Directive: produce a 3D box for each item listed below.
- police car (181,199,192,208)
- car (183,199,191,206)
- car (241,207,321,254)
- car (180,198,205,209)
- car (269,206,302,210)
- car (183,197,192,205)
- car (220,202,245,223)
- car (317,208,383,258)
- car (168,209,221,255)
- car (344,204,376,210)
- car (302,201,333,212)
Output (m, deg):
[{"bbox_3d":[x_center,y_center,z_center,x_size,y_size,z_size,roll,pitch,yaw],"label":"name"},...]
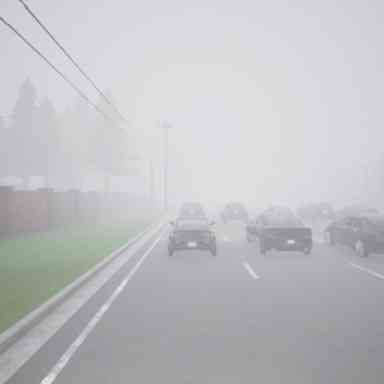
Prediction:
[{"bbox_3d":[-1.026,2.078,61.626,1.930,1.638,5.238,0,-1,0],"label":"police car"},{"bbox_3d":[-1.022,2.283,71.514,1.812,1.442,4.674,0,-1,0],"label":"car"},{"bbox_3d":[3.528,1.629,14.242,1.882,1.535,5.008,0,0,0],"label":"car"},{"bbox_3d":[0.028,1.653,28.410,2.097,1.767,4.553,0,-1,0],"label":"car"},{"bbox_3d":[7.018,1.840,27.488,2.033,1.411,5.357,0,-1,0],"label":"car"},{"bbox_3d":[-1.020,2.171,77.486,2.097,1.767,4.553,0,-1,0],"label":"car"},{"bbox_3d":[3.528,1.653,28.408,2.097,1.767,4.553,0,-1,0],"label":"car"},{"bbox_3d":[7.021,1.651,13.482,1.837,1.490,4.892,0,0,0],"label":"car"},{"bbox_3d":[0.025,1.673,13.877,1.812,1.442,4.674,0,0,0],"label":"car"},{"bbox_3d":[14.027,1.795,28.479,2.128,1.511,4.902,0,0,0],"label":"car"},{"bbox_3d":[10.528,1.653,28.405,2.097,1.767,4.553,0,-1,0],"label":"car"}]
